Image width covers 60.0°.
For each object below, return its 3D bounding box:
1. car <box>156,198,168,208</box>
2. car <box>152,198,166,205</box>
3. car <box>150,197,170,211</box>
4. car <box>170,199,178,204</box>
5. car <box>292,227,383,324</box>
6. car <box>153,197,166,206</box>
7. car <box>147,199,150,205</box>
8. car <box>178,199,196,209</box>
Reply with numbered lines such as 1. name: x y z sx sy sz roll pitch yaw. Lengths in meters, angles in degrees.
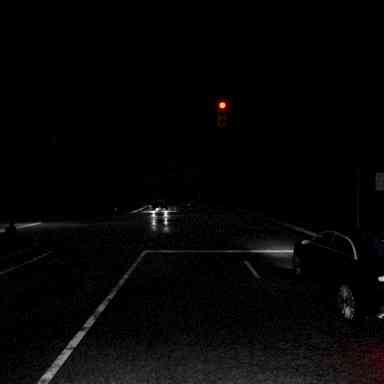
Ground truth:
1. car: -4.751 1.720 51.922 1.812 1.442 4.674 0 -1 -6
2. car: -8.354 2.345 83.173 1.882 1.535 5.008 0 -1 -25
3. car: -4.071 1.596 42.803 1.812 1.442 4.674 0 -1 -3
4. car: -4.727 2.441 83.565 1.895 1.301 4.718 0 -1 -22
5. car: 3.583 1.492 7.098 2.128 1.511 4.902 0 0 1
6. car: -6.060 1.749 61.735 2.097 1.767 4.553 0 -1 -10
7. car: -8.724 2.266 73.824 1.895 1.301 4.718 0 -1 -16
8. car: -0.566 1.664 45.783 1.994 1.385 4.181 0 -1 -3
